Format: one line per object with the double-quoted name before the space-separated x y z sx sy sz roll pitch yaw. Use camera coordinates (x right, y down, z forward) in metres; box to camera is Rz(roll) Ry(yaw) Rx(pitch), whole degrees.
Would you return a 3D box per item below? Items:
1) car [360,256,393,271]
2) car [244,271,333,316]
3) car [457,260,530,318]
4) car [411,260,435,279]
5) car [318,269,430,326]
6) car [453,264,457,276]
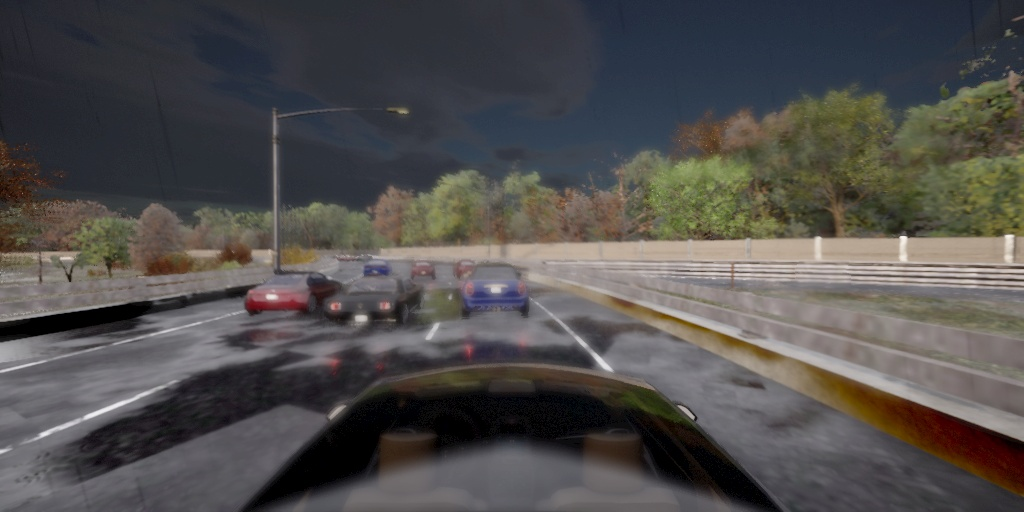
"car" -10.942 1.040 29.472 1.882 1.535 5.008 0 1 -15
"car" -7.761 1.253 13.265 1.994 1.385 4.181 0 1 -7
"car" -0.676 1.009 12.742 2.097 1.767 4.553 0 1 -5
"car" -7.291 1.070 29.410 1.812 1.442 4.674 0 0 -15
"car" -4.018 1.287 11.351 1.895 1.301 4.718 0 1 -5
"car" -3.829 1.048 29.921 1.812 1.442 4.674 0 1 -15
